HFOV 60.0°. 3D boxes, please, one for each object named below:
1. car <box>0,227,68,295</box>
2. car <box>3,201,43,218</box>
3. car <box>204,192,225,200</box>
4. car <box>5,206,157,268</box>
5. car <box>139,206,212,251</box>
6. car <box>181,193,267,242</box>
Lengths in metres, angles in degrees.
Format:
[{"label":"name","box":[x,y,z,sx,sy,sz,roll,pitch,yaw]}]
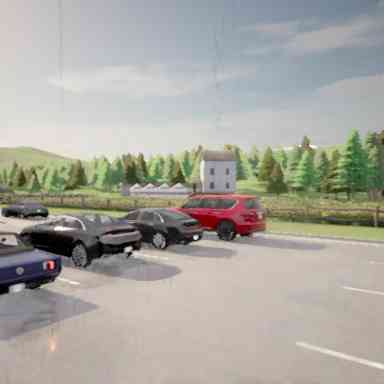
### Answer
[{"label":"car","box":[-5.152,1.540,7.668,4.718,1.301,1.895,1,0,36]},{"label":"car","box":[-13.217,1.378,26.325,4.181,1.385,1.994,1,0,36]},{"label":"car","box":[5.423,0.913,79.400,4.605,1.855,1.932,1,0,35]},{"label":"car","box":[-3.810,1.424,11.011,4.902,1.511,2.128,1,0,36]},{"label":"car","box":[-1.823,1.437,13.894,4.892,1.490,1.837,0,0,36]},{"label":"car","box":[0.852,1.160,16.283,5.566,2.045,2.150,1,0,36]}]
